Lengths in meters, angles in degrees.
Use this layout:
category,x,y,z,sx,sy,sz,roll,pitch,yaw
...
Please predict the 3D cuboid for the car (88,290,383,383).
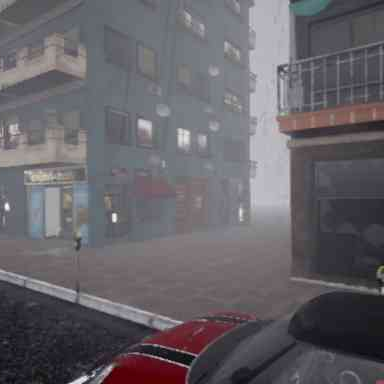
category,x,y,z,sx,sy,sz,roll,pitch,yaw
car,1.049,1.440,2.137,4.097,1.590,1.967,0,0,35
